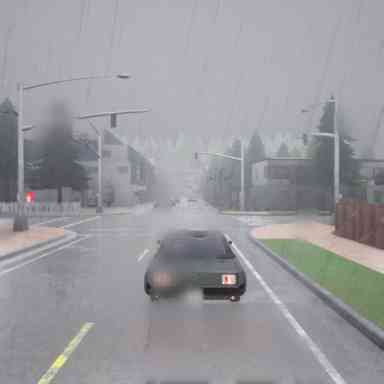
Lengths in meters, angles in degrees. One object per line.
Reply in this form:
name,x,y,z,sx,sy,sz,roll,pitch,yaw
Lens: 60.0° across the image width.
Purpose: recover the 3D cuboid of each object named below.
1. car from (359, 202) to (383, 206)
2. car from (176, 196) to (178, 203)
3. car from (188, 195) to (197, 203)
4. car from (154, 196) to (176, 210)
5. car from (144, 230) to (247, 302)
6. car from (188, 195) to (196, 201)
car,15.313,1.582,29.278,4.718,1.301,1.895,0,0,-8
car,-3.569,1.526,52.240,1.812,1.442,4.674,0,0,0
car,0.037,1.595,71.450,1.895,1.301,4.718,0,0,0
car,-3.578,1.352,42.005,2.097,1.767,4.553,0,0,0
car,0.072,1.601,8.219,1.895,1.301,4.718,0,0,0
car,0.039,1.478,81.486,1.882,1.535,5.008,0,0,0
